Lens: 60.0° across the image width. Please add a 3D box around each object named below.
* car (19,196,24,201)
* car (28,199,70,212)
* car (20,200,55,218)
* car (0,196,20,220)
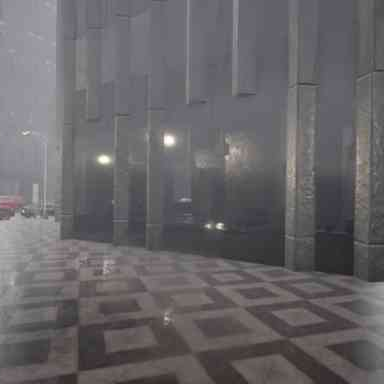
[{"bbox_3d":[-20.725,1.353,36.210,2.192,1.841,5.009,1,0,35],"label":"car"},{"bbox_3d":[-17.459,1.633,40.810,1.947,1.339,4.313,1,0,35],"label":"car"},{"bbox_3d":[-13.785,1.742,31.265,1.947,1.339,4.313,1,0,35],"label":"car"},{"bbox_3d":[-17.051,1.463,26.664,2.192,1.841,5.009,1,0,35],"label":"car"}]
